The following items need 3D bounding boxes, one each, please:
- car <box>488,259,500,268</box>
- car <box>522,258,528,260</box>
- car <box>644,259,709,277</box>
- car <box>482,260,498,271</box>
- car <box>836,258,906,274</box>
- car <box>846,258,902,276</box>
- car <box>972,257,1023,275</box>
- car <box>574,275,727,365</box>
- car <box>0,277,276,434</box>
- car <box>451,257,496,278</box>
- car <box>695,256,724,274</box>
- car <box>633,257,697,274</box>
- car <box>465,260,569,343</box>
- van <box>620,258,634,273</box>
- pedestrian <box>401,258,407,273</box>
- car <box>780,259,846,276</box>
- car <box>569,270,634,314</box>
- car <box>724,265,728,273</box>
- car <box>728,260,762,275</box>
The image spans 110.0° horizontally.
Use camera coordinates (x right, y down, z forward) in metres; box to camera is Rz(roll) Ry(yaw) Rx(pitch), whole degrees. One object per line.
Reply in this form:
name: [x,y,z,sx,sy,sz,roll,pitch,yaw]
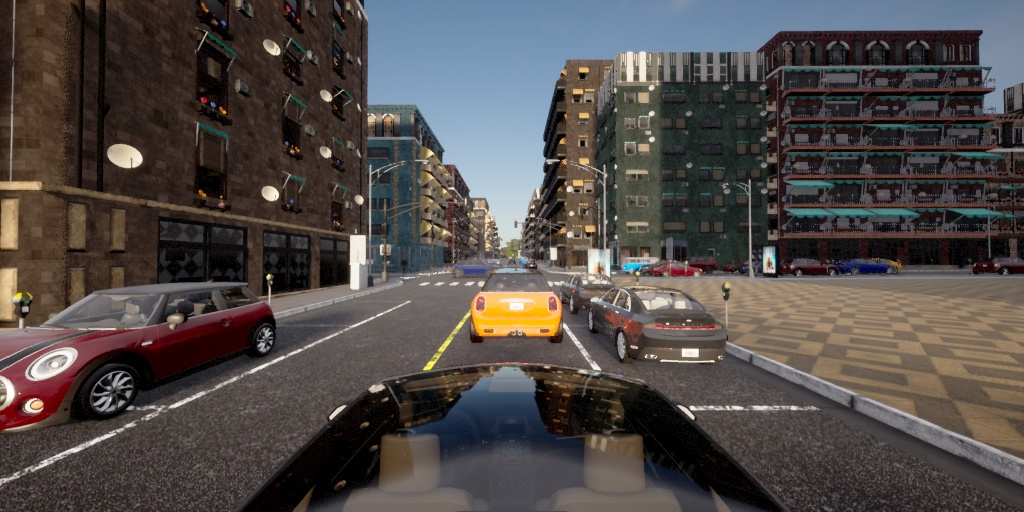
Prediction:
car: [-3.065,1.298,60.920,1.812,1.442,4.674,0,0,0]
car: [2.703,1.334,51.631,1.948,1.339,4.313,0,0,0]
car: [13.715,1.162,30.062,4.207,1.307,1.802,0,0,0]
car: [-3.090,1.332,50.987,1.994,1.385,4.181,0,0,-1]
car: [35.608,0.978,35.691,5.008,1.535,1.882,0,-1,0]
car: [31.711,0.959,32.532,5.008,1.535,1.882,0,-1,0]
car: [41.351,0.811,29.857,4.097,1.591,1.967,0,0,0]
car: [2.822,1.302,7.868,2.007,1.370,4.403,0,0,0]
car: [-5.818,1.191,5.635,1.967,1.591,4.097,0,0,0]
car: [-3.196,1.103,32.793,4.553,1.767,2.097,0,-1,0]
car: [19.307,0.977,38.401,5.009,1.841,2.192,0,0,0]
car: [15.209,1.147,35.853,4.902,1.511,2.128,0,-1,0]
car: [0.100,1.104,9.848,2.097,1.767,4.553,0,0,0]
van: [13.779,1.046,38.442,3.998,1.789,1.690,0,0,0]
pedestrian: [-12.519,1.097,41.600,0.375,1.860,0.375,0,0,0]
car: [24.770,0.935,29.980,4.097,1.591,1.967,0,0,0]
car: [2.823,1.304,13.438,2.007,1.370,4.403,0,0,0]
car: [24.835,1.165,38.360,4.507,1.381,1.888,0,0,0]
car: [25.159,1.126,35.778,5.357,1.411,2.033,0,-1,0]
